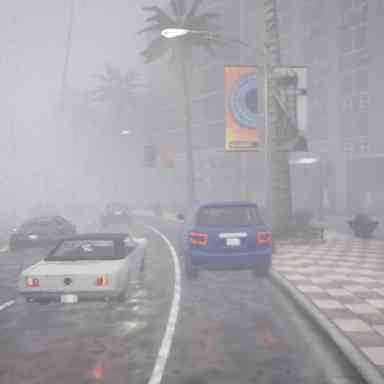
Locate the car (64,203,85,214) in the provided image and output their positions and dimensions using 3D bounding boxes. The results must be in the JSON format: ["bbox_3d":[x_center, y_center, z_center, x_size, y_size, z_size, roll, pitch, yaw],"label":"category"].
[{"bbox_3d":[-14.462,1.993,39.526,1.895,1.301,4.718,-1,0,-40],"label":"car"}]

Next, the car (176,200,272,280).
[{"bbox_3d":[0.758,1.257,10.339,2.150,2.045,5.566,-1,0,-4],"label":"car"}]

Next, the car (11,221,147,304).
[{"bbox_3d":[-2.279,1.673,8.317,1.895,1.301,4.718,-1,0,-1],"label":"car"}]

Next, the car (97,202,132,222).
[{"bbox_3d":[-5.853,1.553,24.807,2.097,1.767,4.553,-1,0,-20],"label":"car"}]

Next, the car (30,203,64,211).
[{"bbox_3d":[-16.116,1.947,36.132,2.033,1.411,5.357,-1,0,-39],"label":"car"}]

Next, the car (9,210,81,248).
[{"bbox_3d":[-6.523,1.727,14.937,1.994,1.385,4.181,-1,0,-10],"label":"car"}]
